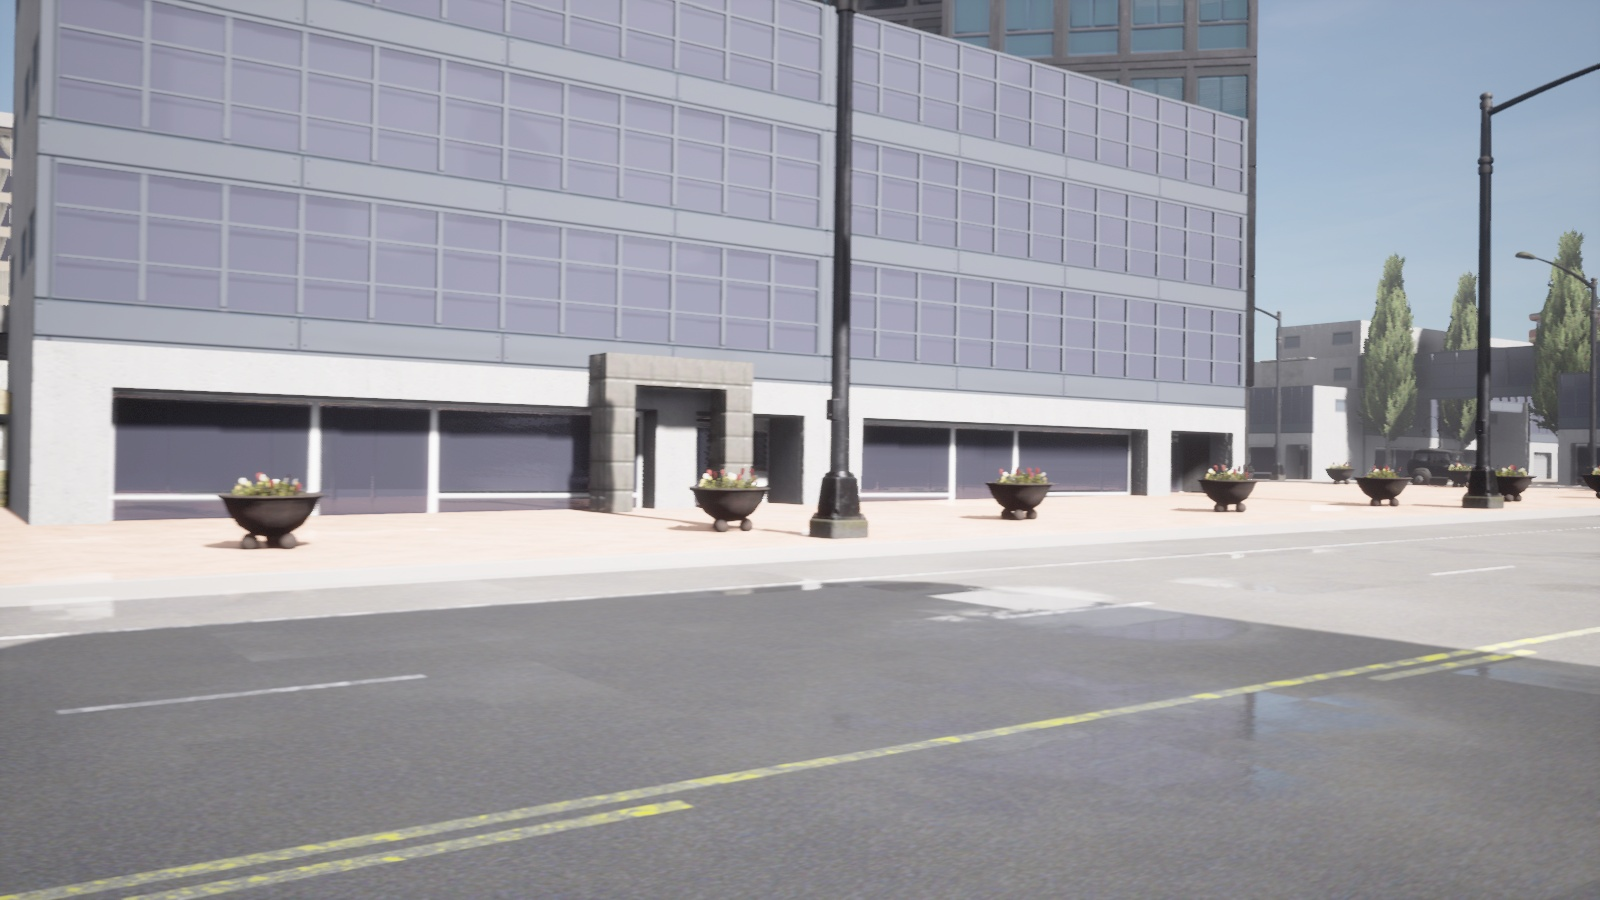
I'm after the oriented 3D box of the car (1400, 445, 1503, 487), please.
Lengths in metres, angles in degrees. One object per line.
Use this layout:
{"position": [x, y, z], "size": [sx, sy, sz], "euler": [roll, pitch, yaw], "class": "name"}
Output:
{"position": [30.675, 0.751, 59.238], "size": [1.905, 1.878, 3.866], "euler": [1, -1, -35], "class": "car"}
